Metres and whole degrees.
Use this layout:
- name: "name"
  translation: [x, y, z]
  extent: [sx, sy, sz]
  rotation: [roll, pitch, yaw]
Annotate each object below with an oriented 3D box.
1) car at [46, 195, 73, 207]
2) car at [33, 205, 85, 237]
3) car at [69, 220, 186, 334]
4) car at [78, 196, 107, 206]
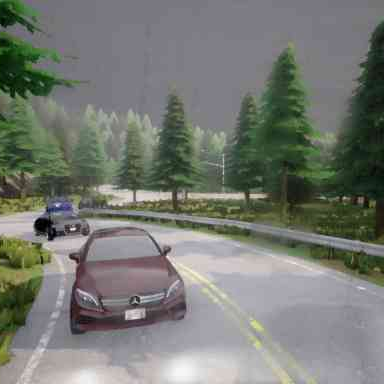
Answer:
- name: "car"
  translation: [-12.818, 1.326, 32.222]
  extent: [2.150, 2.045, 5.566]
  rotation: [-1, 0, -18]
- name: "car"
  translation: [-7.030, 1.664, 17.757]
  extent: [1.994, 1.385, 4.181]
  rotation: [-4, 2, -38]
- name: "car"
  translation: [-1.512, 1.523, 7.052]
  extent: [1.812, 1.442, 4.674]
  rotation: [-2, 0, -17]
- name: "car"
  translation: [-12.661, 1.289, 42.808]
  extent: [2.097, 1.767, 4.553]
  rotation: [2, 2, 13]
